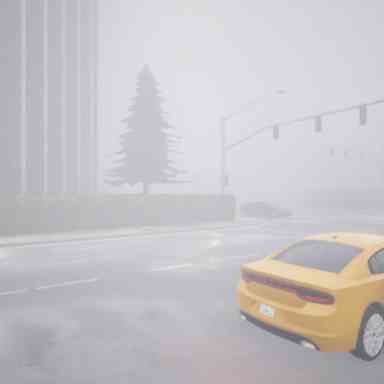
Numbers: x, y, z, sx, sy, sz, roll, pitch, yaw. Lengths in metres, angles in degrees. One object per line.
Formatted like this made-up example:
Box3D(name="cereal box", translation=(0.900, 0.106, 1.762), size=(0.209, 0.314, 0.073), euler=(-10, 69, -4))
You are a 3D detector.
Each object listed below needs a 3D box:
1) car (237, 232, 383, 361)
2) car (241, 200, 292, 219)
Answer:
Box3D(name="car", translation=(3.060, 1.475, 6.000), size=(5.008, 1.535, 1.882), euler=(0, 0, -35))
Box3D(name="car", translation=(6.534, 1.508, 29.472), size=(1.882, 1.535, 5.008), euler=(0, 1, -35))
